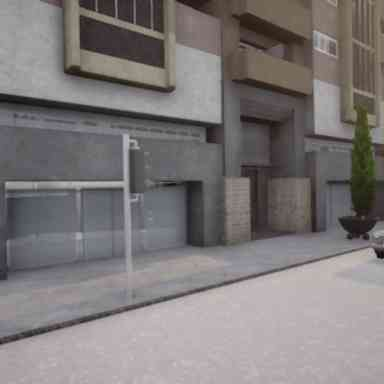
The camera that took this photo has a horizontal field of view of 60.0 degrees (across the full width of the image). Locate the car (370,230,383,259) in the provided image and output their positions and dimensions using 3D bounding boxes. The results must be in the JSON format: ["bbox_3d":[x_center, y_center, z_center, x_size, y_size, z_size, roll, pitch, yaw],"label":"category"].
[{"bbox_3d":[7.495,1.352,10.379,4.718,1.301,1.895,-2,1,-37],"label":"car"}]
